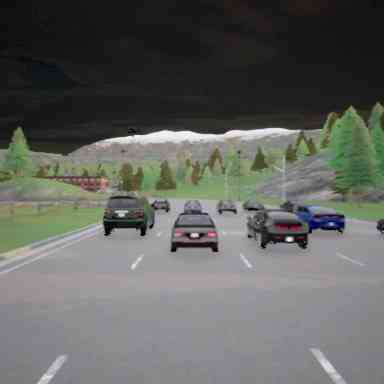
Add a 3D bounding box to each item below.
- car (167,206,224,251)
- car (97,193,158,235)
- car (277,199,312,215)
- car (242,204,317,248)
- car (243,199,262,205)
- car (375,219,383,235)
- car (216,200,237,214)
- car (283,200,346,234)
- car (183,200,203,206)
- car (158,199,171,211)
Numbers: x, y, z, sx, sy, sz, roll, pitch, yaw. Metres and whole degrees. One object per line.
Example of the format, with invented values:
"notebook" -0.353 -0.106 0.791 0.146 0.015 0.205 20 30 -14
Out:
"car" 0.092 1.541 14.015 2.033 1.411 5.357 0 0 0
"car" -3.410 1.212 18.787 2.150 2.045 5.566 0 0 0
"car" 10.583 1.532 34.724 2.033 1.411 5.357 0 0 0
"car" 3.593 1.498 14.673 1.837 1.490 4.892 0 0 0
"car" 7.064 1.547 38.677 1.994 1.385 4.181 0 0 0
"car" 10.592 1.541 15.045 2.033 1.411 5.357 0 0 0
"car" 3.581 1.532 35.084 2.033 1.411 5.357 0 0 0
"car" 7.090 1.469 19.399 1.882 1.535 5.008 0 0 0
"car" 0.084 1.533 33.278 2.033 1.411 5.357 0 0 0
"car" -3.426 1.475 37.600 2.128 1.511 4.902 0 0 0
